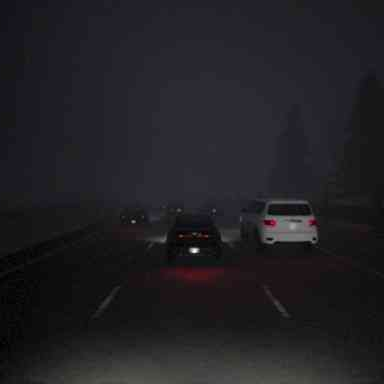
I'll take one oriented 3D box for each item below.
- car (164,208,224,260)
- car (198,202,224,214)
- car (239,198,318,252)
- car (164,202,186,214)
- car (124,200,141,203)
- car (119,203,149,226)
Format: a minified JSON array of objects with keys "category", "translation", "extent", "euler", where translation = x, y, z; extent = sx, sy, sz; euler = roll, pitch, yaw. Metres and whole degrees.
[{"category":"car","translation":[0.036,1.562,12.702],"extent":[1.837,1.490,4.892],"euler":[0,0,-1]},{"category":"car","translation":[1.720,1.708,32.550],"extent":[1.994,1.385,4.181],"euler":[0,0,-9]},{"category":"car","translation":[3.497,1.285,14.425],"extent":[2.150,2.045,5.566],"euler":[0,0,-1]},{"category":"car","translation":[-1.616,1.689,31.795],"extent":[2.033,1.411,5.357],"euler":[0,0,-10]},{"category":"car","translation":[-7.280,1.674,40.753],"extent":[2.128,1.511,4.902],"euler":[0,0,-15]},{"category":"car","translation":[-4.144,1.711,24.402],"extent":[1.895,1.301,4.718],"euler":[0,0,-6]}]
